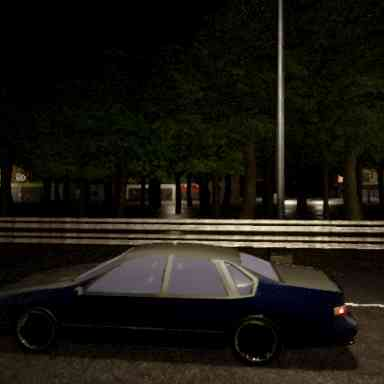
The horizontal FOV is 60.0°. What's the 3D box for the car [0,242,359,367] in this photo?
[{"bbox_3d":[-0.409,1.545,5.268,5.357,1.411,2.033,0,0,6],"label":"car"}]
